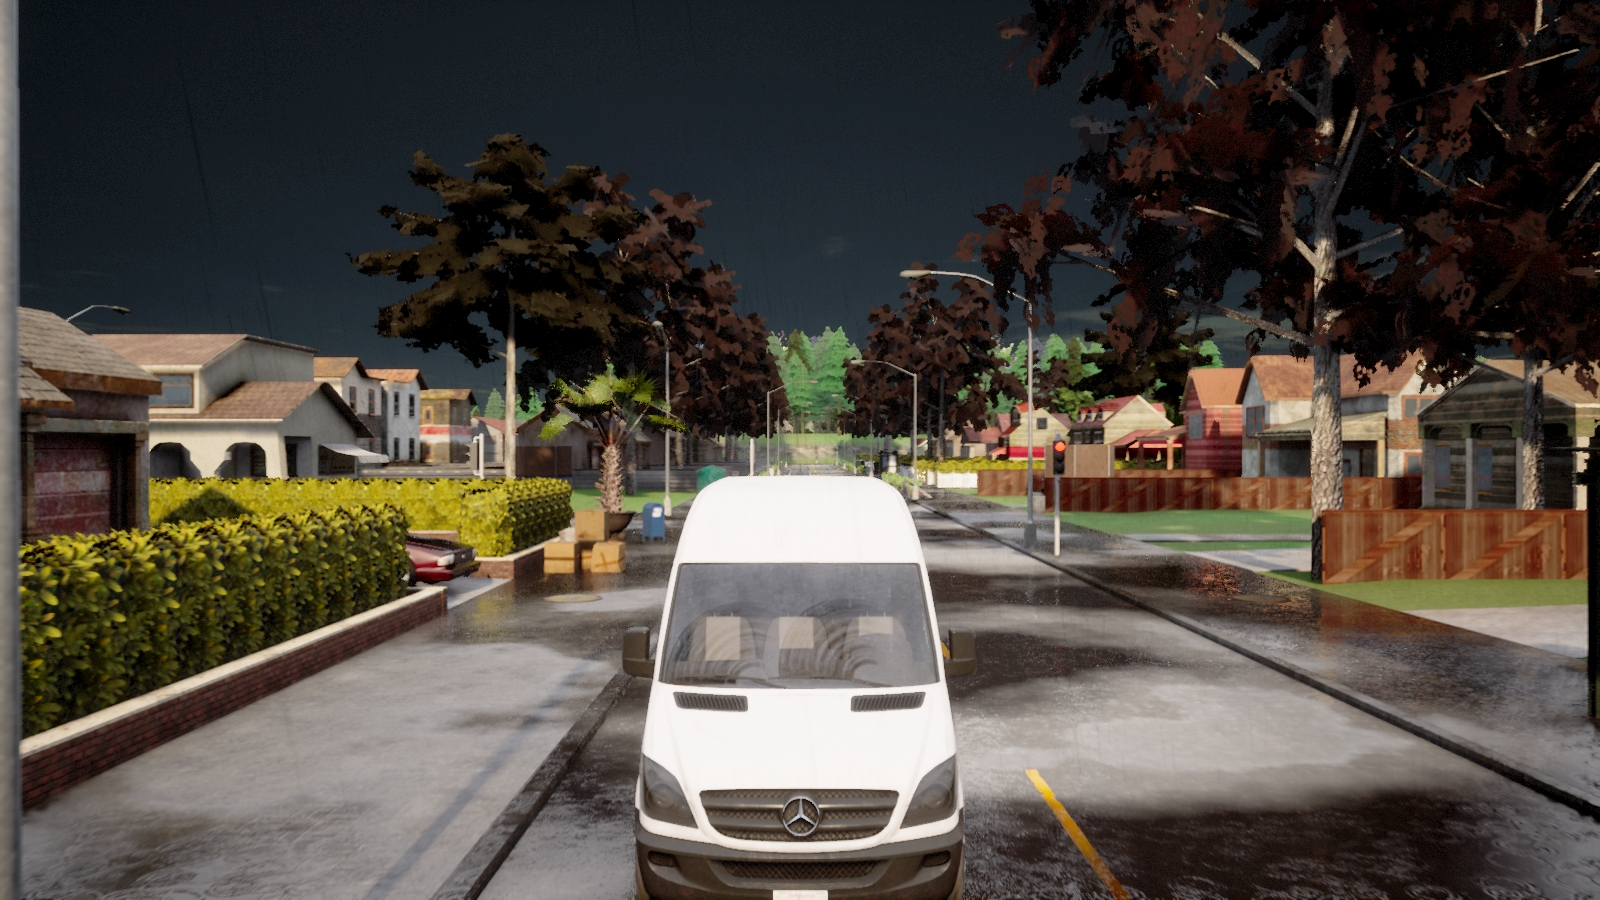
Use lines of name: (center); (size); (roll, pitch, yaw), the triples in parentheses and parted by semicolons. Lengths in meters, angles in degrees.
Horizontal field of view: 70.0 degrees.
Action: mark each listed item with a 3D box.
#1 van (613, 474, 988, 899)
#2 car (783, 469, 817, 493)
van: (0.002, 1.534, 9.004); (1.988, 2.561, 5.915); (0, 0, 0)
car: (-0.004, 2.061, 76.161); (2.231, 1.480, 4.892); (0, 0, 0)
